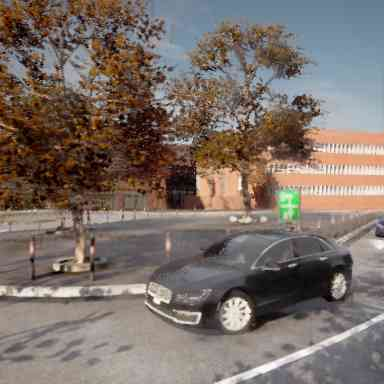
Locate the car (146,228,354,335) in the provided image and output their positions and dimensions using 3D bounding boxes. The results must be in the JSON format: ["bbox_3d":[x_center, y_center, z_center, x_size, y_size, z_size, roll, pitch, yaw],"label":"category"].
[{"bbox_3d":[1.413,1.569,6.904,4.892,1.490,1.837,0,0,-35],"label":"car"}]

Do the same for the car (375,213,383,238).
[{"bbox_3d":[11.388,1.711,18.386,1.812,1.442,4.674,-1,-1,35],"label":"car"}]
